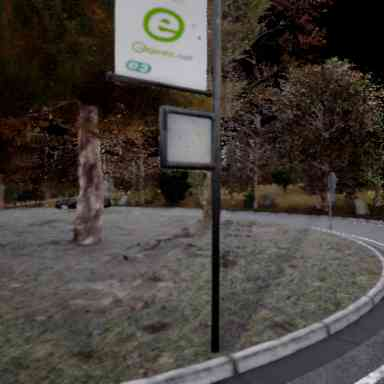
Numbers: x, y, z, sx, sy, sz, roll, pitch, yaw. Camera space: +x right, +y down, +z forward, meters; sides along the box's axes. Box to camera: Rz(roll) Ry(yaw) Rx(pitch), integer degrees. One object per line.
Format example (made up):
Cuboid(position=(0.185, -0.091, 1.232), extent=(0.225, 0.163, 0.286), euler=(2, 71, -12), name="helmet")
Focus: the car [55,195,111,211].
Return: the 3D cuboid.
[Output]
Cuboid(position=(-10.199, 0.997, 31.342), extent=(5.008, 1.535, 1.882), euler=(0, 0, -11), name="car")
